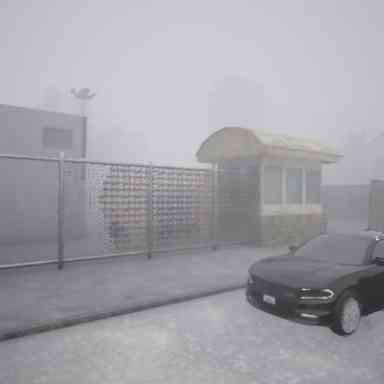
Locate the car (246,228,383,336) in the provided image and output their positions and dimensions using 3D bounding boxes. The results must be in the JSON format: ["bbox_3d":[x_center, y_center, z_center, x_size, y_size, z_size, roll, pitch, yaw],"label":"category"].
[{"bbox_3d":[3.318,1.565,7.018,5.008,1.535,1.882,1,-1,-36],"label":"car"}]
